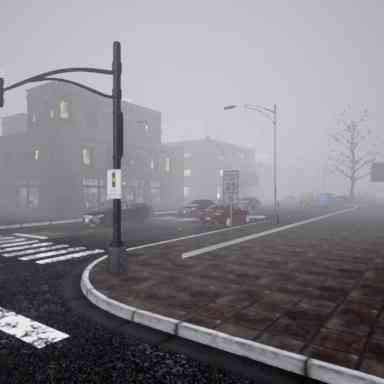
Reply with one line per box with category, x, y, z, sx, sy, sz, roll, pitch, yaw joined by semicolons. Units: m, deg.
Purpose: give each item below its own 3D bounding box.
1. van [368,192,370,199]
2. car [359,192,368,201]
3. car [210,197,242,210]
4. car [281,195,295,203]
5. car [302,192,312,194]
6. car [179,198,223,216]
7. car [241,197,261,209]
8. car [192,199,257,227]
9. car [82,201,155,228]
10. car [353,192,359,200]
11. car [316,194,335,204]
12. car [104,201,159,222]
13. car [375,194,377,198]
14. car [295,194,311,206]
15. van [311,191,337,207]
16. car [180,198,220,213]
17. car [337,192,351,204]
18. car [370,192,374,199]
van;36.053;0.804;70.466;1.690;1.788;3.998;0;1;35
car;32.915;0.939;65.919;1.967;1.590;4.097;0;1;35
car;4.049;1.332;38.840;1.947;1.339;4.313;0;1;35
car;16.602;1.200;57.033;1.802;1.307;4.206;0;1;35
car;22.878;0.861;66.129;2.192;1.841;5.009;0;1;35
car;0.733;1.352;29.477;1.812;1.442;4.674;0;0;35
car;6.296;1.286;37.534;1.812;1.442;4.674;0;0;35
car;2.208;1.402;21.413;1.887;1.381;4.507;0;1;35
car;-4.769;1.383;21.508;2.128;1.511;4.902;0;0;35
car;26.638;1.115;56.823;1.887;1.381;4.507;0;1;35
car;22.180;1.078;54.948;1.882;1.535;5.008;0;0;34
car;-4.691;1.452;26.173;1.802;1.307;4.206;0;1;35
car;45.468;0.798;84.113;1.967;1.590;4.097;0;1;35
car;16.357;1.269;46.494;1.895;1.301;4.718;0;0;35
van;17.224;1.021;43.176;1.690;1.788;3.998;0;1;35
car;0.911;1.354;34.291;2.008;1.369;4.403;0;1;35
car;23.500;1.172;52.274;1.947;1.339;4.313;0;1;35
car;39.191;0.973;75.017;1.887;1.381;4.507;0;1;35
